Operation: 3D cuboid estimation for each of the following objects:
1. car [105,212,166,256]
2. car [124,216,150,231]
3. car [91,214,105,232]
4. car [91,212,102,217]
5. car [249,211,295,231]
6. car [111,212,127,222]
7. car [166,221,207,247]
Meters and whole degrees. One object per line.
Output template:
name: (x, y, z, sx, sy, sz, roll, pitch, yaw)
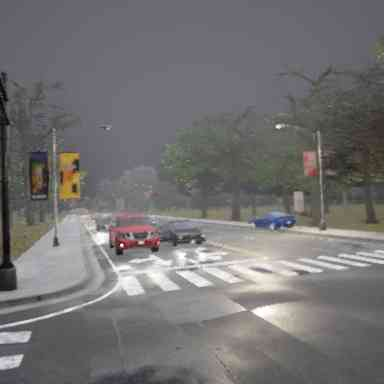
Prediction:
car: (-3.385, 2.249, 18.805, 2.150, 2.045, 5.566, -1, -2, -19)
car: (-6.084, 3.372, 36.393, 1.994, 1.385, 4.181, -1, -2, -19)
car: (-9.329, 3.402, 35.828, 2.128, 1.511, 4.902, -1, -2, -19)
car: (-14.435, 3.819, 50.671, 1.812, 1.442, 4.674, -1, -2, -19)
car: (6.840, 2.447, 29.065, 1.882, 1.535, 5.008, -5, -2, -22)
car: (-11.366, 3.846, 51.745, 1.812, 1.442, 4.674, -1, -2, -19)
car: (-0.831, 2.575, 21.355, 2.033, 1.411, 5.357, -1, -2, -20)
